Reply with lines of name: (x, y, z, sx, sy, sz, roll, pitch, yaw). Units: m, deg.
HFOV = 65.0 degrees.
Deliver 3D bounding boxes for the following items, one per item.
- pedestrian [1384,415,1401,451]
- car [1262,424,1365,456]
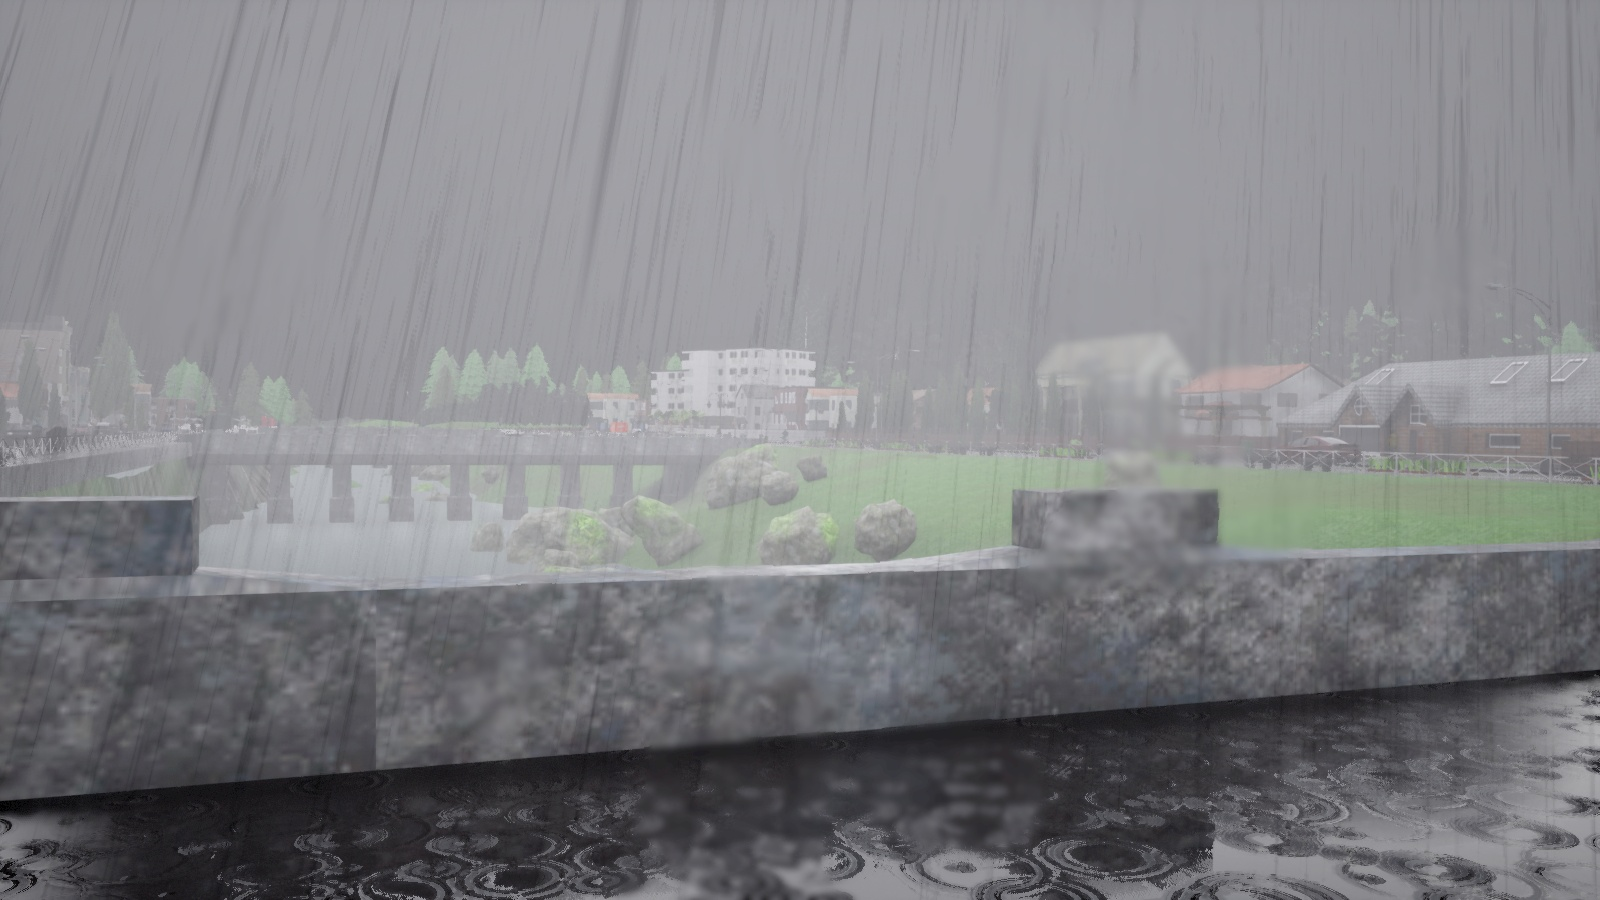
pedestrian: (30.376, -0.864, 64.392, 0.370, 1.835, 0.726, -1, 1, -15)
car: (25.592, -0.518, 62.775, 1.882, 1.535, 5.008, -1, 1, -21)
